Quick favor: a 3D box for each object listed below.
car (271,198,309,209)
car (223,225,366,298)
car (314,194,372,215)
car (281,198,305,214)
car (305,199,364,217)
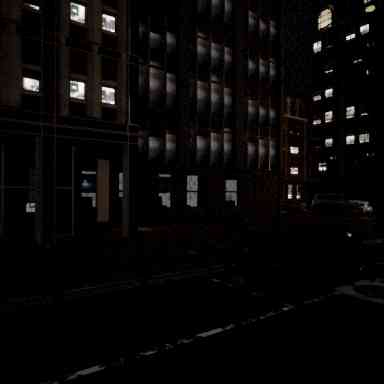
[{"bbox_3d":[12.968,1.499,44.430,1.752,1.417,4.829,0,0,-36],"label":"car"},{"bbox_3d":[2.782,1.567,8.542,4.313,1.339,1.947,0,0,-36],"label":"car"},{"bbox_3d":[14.435,1.184,32.450,2.150,2.045,5.566,0,0,-36],"label":"car"},{"bbox_3d":[9.659,1.467,34.667,1.752,1.417,4.829,0,0,-36],"label":"car"},{"bbox_3d":[12.860,1.534,30.204,1.802,1.307,4.206,0,0,-36],"label":"car"}]
